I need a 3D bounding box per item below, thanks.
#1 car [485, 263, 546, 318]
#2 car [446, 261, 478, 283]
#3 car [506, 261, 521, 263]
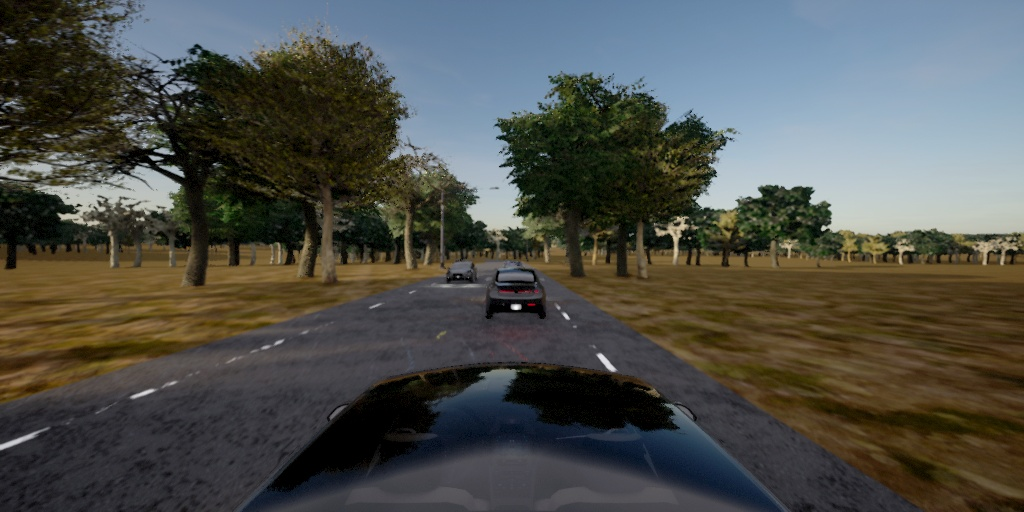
[{"bbox_3d":[0.120,1.163,12.542,1.837,1.490,4.892,1,1,0],"label":"car"},{"bbox_3d":[-3.558,1.131,26.062,1.837,1.490,4.892,0,0,0],"label":"car"},{"bbox_3d":[0.135,1.130,31.296,2.033,1.411,5.357,0,1,0],"label":"car"}]
